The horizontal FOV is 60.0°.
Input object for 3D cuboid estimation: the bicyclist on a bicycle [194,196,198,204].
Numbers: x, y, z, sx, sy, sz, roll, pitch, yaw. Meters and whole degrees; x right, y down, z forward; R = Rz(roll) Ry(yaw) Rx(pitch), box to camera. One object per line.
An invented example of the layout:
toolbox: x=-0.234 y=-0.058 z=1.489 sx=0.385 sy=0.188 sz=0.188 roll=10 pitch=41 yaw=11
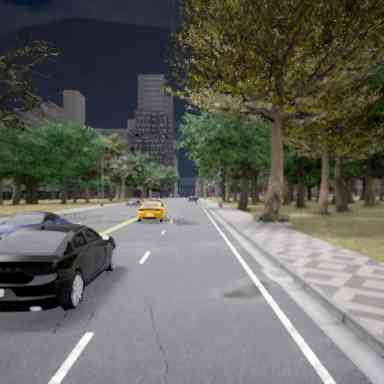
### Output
bicyclist on a bicycle: x=0.909 y=1.718 z=72.481 sx=0.866 sy=1.612 sz=1.509 roll=0 pitch=0 yaw=0

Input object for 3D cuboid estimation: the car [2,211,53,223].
car: x=-6.595 y=1.541 z=13.784 sx=1.812 sy=1.442 sz=4.674 roll=0 pitch=0 yaw=0

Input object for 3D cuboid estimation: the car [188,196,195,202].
car: x=0.021 y=1.726 z=85.774 sx=1.882 sy=1.535 sz=5.008 roll=0 pitch=0 yaw=0

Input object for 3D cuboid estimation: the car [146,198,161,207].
car: x=-6.528 y=1.775 z=56.706 sx=1.895 sy=1.301 sz=4.718 roll=0 pitch=0 yaw=1

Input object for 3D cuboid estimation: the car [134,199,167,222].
car: x=-3.142 y=1.527 z=26.982 sx=1.882 sy=1.535 sz=5.008 roll=0 pitch=0 yaw=0

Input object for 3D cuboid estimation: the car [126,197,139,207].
car: x=-9.785 y=1.659 z=55.681 sx=2.128 sy=1.511 sz=4.902 roll=0 pitch=0 yaw=1

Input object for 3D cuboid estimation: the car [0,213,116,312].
car: x=-3.148 y=1.484 z=7.843 sx=1.882 sy=1.535 sz=5.008 roll=0 pitch=0 yaw=0

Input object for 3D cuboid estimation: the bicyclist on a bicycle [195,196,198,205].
bicyclist on a bicycle: x=0.910 y=1.584 z=62.911 sx=0.659 sy=1.776 sz=1.843 roll=0 pitch=0 yaw=0
